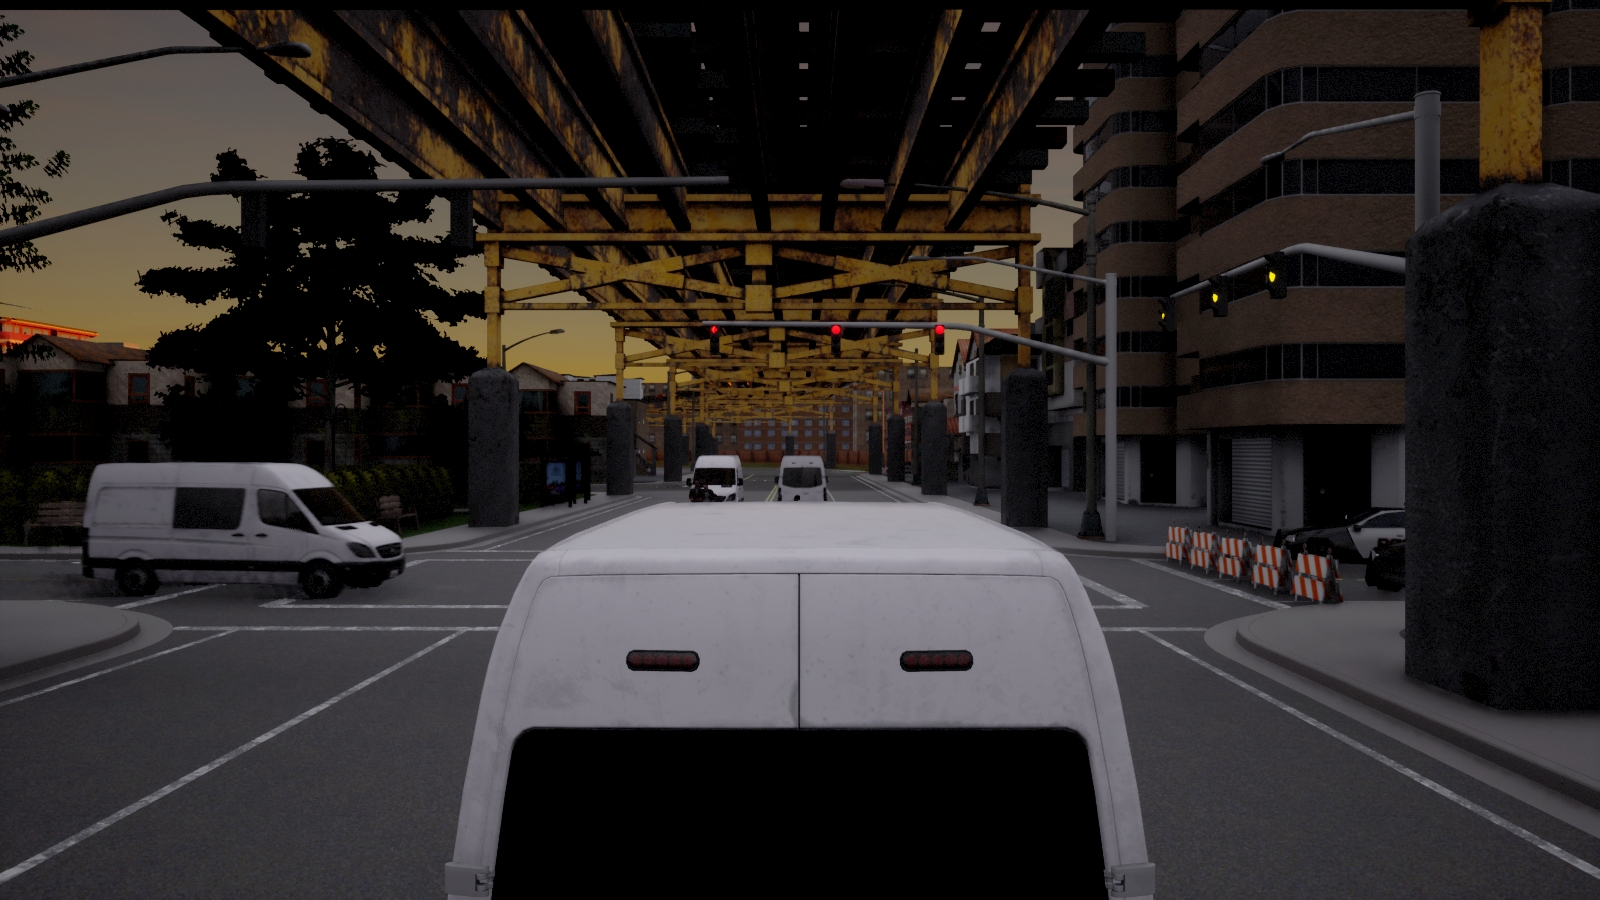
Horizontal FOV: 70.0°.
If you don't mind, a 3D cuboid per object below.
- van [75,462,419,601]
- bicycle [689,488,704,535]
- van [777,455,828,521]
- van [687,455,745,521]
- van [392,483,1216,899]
[{"bbox_3d":[-10.756,1.525,22.431,5.915,2.561,1.988,0,0,6],"label":"van"},{"bbox_3d":[-3.463,2.031,38.264,0.329,1.496,1.835,0,0,1],"label":"bicycle"},{"bbox_3d":[0.080,1.513,48.174,1.988,2.561,5.915,0,0,0],"label":"van"},{"bbox_3d":[-3.456,1.514,48.058,1.988,2.561,5.915,0,0,0],"label":"van"},{"bbox_3d":[0.015,1.531,5.717,1.988,2.561,5.915,0,0,0],"label":"van"}]
